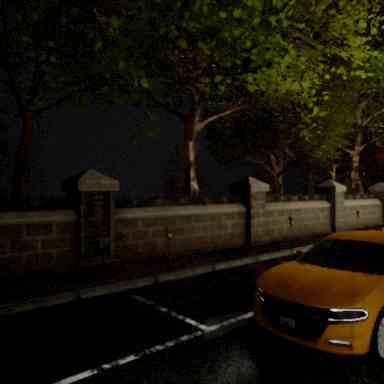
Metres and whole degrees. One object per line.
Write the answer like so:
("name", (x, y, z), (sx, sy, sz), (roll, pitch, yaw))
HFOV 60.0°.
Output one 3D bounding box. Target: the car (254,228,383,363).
("car", (3.209, 1.494, 6.145), (5.008, 1.535, 1.882), (0, 0, -40))
